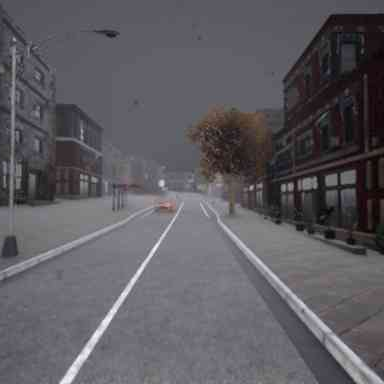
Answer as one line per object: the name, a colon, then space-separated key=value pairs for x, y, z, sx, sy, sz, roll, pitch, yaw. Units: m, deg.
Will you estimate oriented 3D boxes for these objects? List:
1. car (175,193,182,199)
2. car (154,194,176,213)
car: x=-3.509 y=1.002 z=80.621 sx=2.097 sy=1.767 sz=4.553 roll=0 pitch=0 yaw=0
car: x=-3.277 y=1.444 z=39.043 sx=2.097 sy=1.767 sz=4.553 roll=0 pitch=0 yaw=0
